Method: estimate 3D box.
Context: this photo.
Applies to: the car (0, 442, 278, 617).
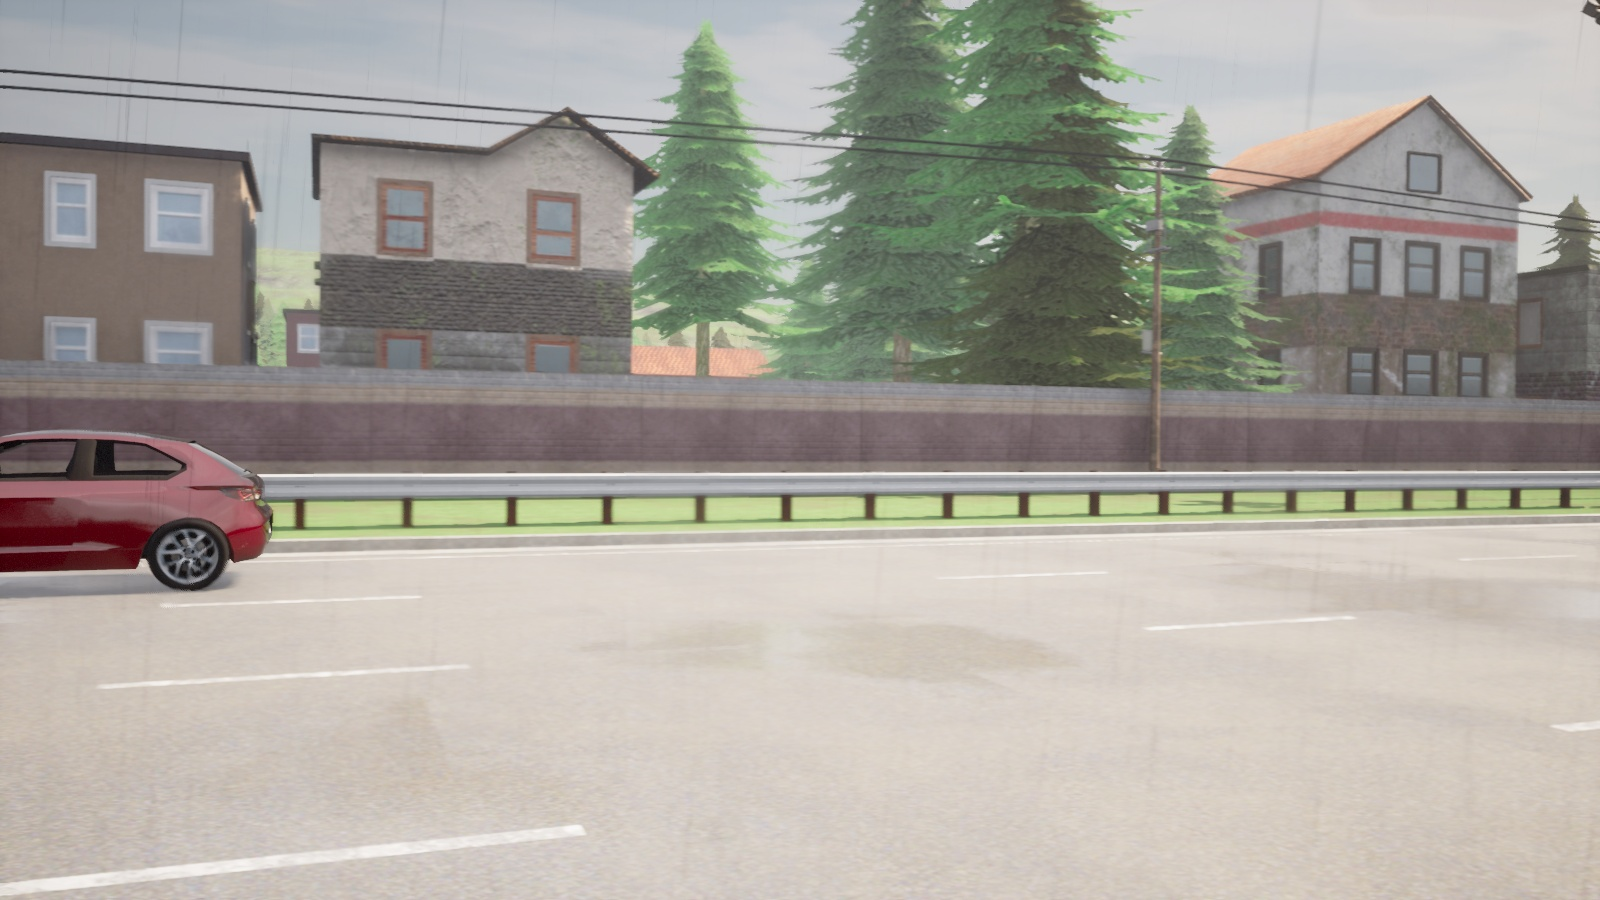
[{"bbox_3d":[-7.196,0.698,11.738,4.193,1.474,1.816,-1,1,-21],"label":"car"}]
